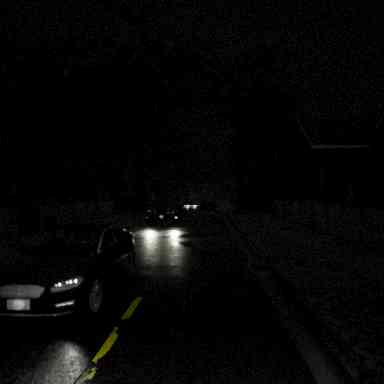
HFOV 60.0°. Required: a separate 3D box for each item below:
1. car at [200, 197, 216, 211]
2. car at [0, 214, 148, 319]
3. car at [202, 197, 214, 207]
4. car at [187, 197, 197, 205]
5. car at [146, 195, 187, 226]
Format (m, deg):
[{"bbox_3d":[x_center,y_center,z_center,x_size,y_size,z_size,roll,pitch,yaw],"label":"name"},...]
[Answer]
[{"bbox_3d":[1.974,1.494,41.008,1.882,1.535,5.008,0,0,3],"label":"car"},{"bbox_3d":[-2.590,1.488,7.633,2.128,1.511,4.902,0,0,3],"label":"car"},{"bbox_3d":[2.485,1.522,51.679,1.882,1.535,5.008,0,0,3],"label":"car"},{"bbox_3d":[-0.127,1.627,58.406,1.994,1.385,4.181,0,0,3],"label":"car"},{"bbox_3d":[-1.812,1.220,23.664,2.150,2.045,5.566,0,0,2],"label":"car"}]
